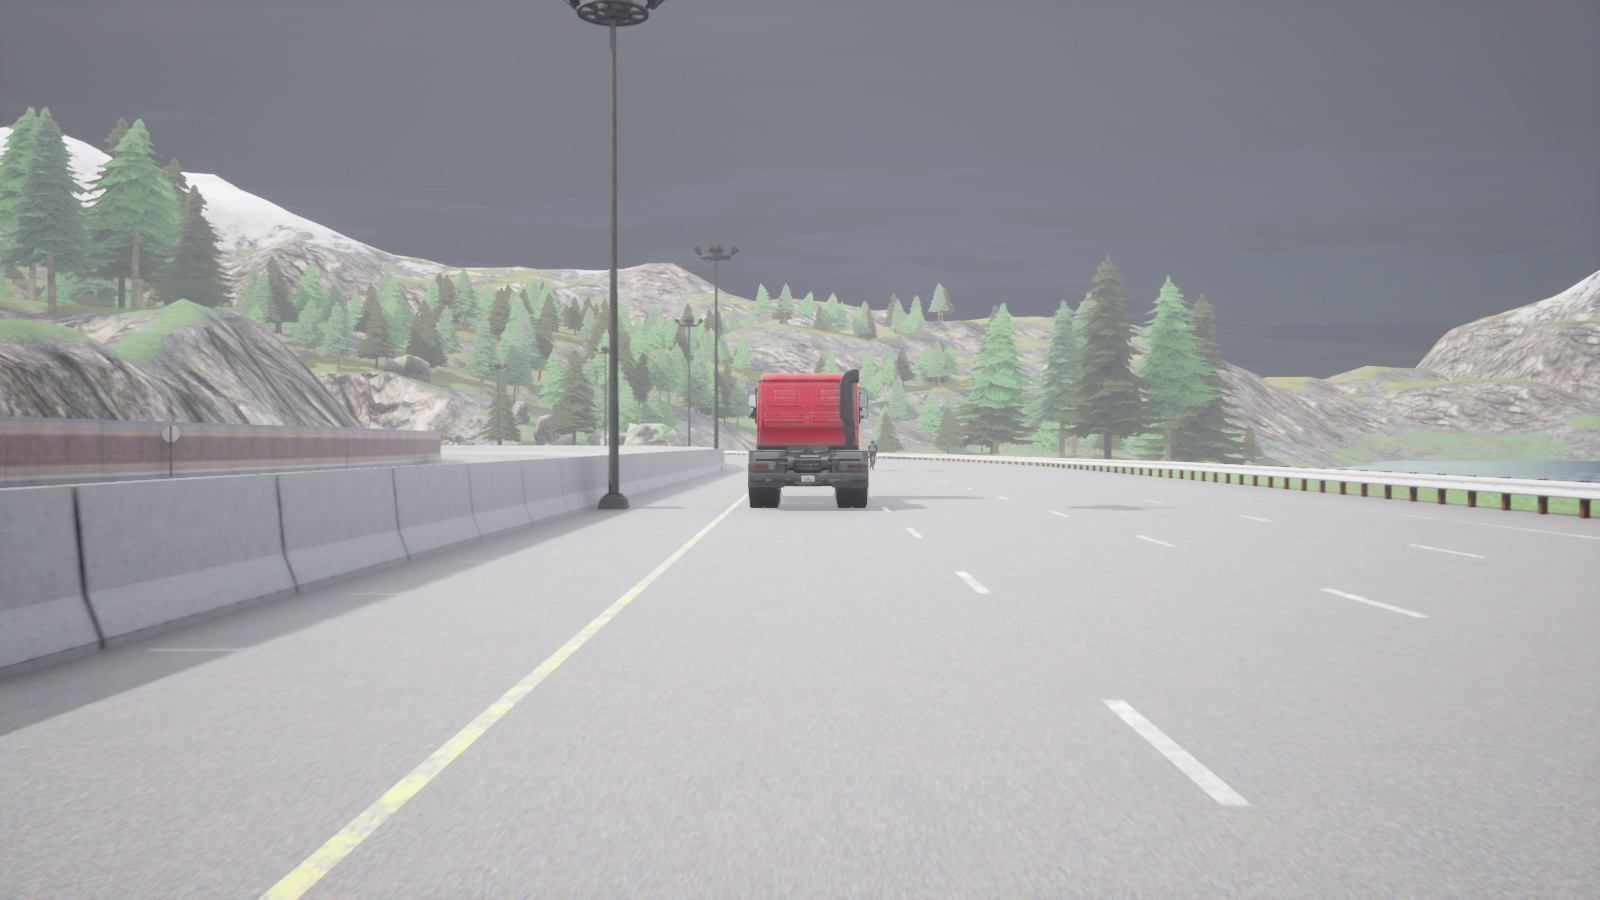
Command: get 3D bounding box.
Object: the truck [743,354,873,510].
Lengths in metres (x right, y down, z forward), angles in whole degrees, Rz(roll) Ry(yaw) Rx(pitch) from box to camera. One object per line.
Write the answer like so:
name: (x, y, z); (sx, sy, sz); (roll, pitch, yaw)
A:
truck: (0.199, -0.415, 31.821); (2.891, 3.462, 7.936); (0, 0, 0)
